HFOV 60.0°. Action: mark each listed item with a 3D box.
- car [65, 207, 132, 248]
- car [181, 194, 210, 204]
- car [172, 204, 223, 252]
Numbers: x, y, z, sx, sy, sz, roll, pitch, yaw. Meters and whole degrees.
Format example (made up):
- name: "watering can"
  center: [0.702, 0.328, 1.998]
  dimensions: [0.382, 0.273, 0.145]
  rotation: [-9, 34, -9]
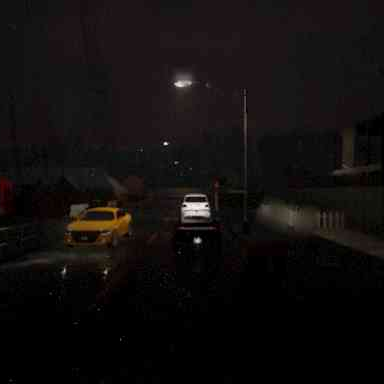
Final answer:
- name: "car"
  center: [-3.969, 1.447, 14.854]
  dimensions: [1.882, 1.535, 5.008]
  rotation: [0, 0, 1]
- name: "car"
  center: [0.291, 1.167, 26.557]
  dimensions: [2.150, 2.045, 5.566]
  rotation: [0, 0, 0]
- name: "car"
  center: [0.201, 1.463, 13.835]
  dimensions: [2.128, 1.511, 4.902]
  rotation: [0, 0, 0]
